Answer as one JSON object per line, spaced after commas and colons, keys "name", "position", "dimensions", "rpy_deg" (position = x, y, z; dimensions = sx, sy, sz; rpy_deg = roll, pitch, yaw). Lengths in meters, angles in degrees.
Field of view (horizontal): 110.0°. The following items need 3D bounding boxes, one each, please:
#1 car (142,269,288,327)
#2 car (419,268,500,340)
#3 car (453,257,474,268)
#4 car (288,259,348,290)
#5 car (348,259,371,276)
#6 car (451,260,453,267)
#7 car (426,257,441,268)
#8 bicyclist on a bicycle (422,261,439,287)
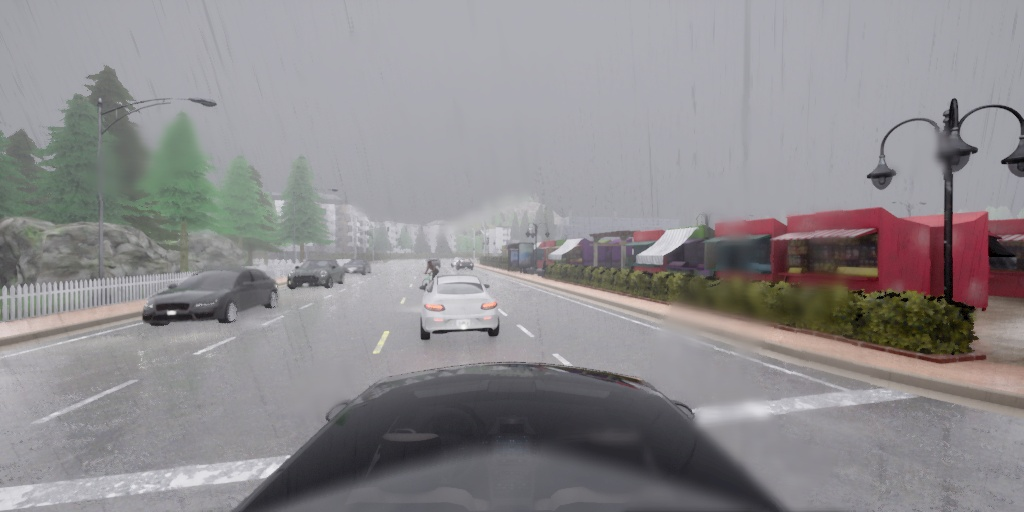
{"name": "car", "position": [-9.251, 1.190, 11.522], "dimensions": [1.837, 1.490, 4.892], "rpy_deg": [0, 0, -13]}
{"name": "car", "position": [-1.521, 1.224, 9.807], "dimensions": [1.812, 1.442, 4.674], "rpy_deg": [0, 0, -13]}
{"name": "car", "position": [-5.830, 1.046, 43.775], "dimensions": [1.895, 1.301, 4.718], "rpy_deg": [0, 0, -13]}
{"name": "car", "position": [-11.562, 0.964, 21.383], "dimensions": [2.097, 1.767, 4.553], "rpy_deg": [0, 0, -13]}
{"name": "car", "position": [-14.311, 1.015, 33.177], "dimensions": [2.128, 1.511, 4.902], "rpy_deg": [0, 0, -13]}
{"name": "car", "position": [-7.890, 0.905, 52.647], "dimensions": [1.812, 1.442, 4.674], "rpy_deg": [0, 0, -13]}
{"name": "car", "position": [-11.096, 0.897, 50.810], "dimensions": [1.837, 1.490, 4.892], "rpy_deg": [0, 0, -13]}
{"name": "bicyclist on a bicycle", "position": [-4.401, 1.078, 19.642], "dimensions": [0.582, 1.620, 1.656], "rpy_deg": [0, 1, 25]}
